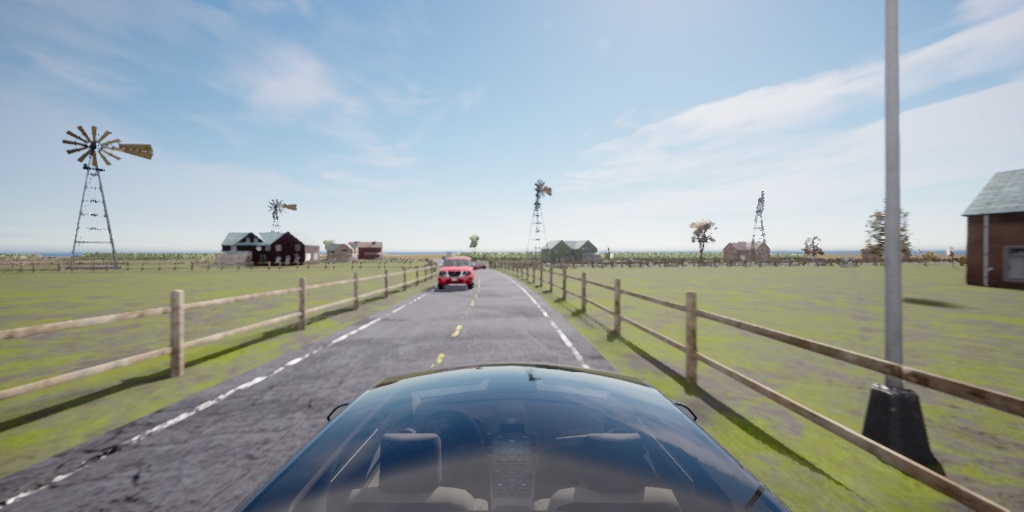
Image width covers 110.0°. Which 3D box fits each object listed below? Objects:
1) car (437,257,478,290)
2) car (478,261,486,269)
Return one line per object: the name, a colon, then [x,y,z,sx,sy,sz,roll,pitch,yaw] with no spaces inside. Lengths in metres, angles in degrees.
car: [-3.605,1.064,24.010,2.150,2.045,5.566,0,-1,-4]
car: [-5.474,1.499,59.949,1.994,1.385,4.181,0,0,-11]
